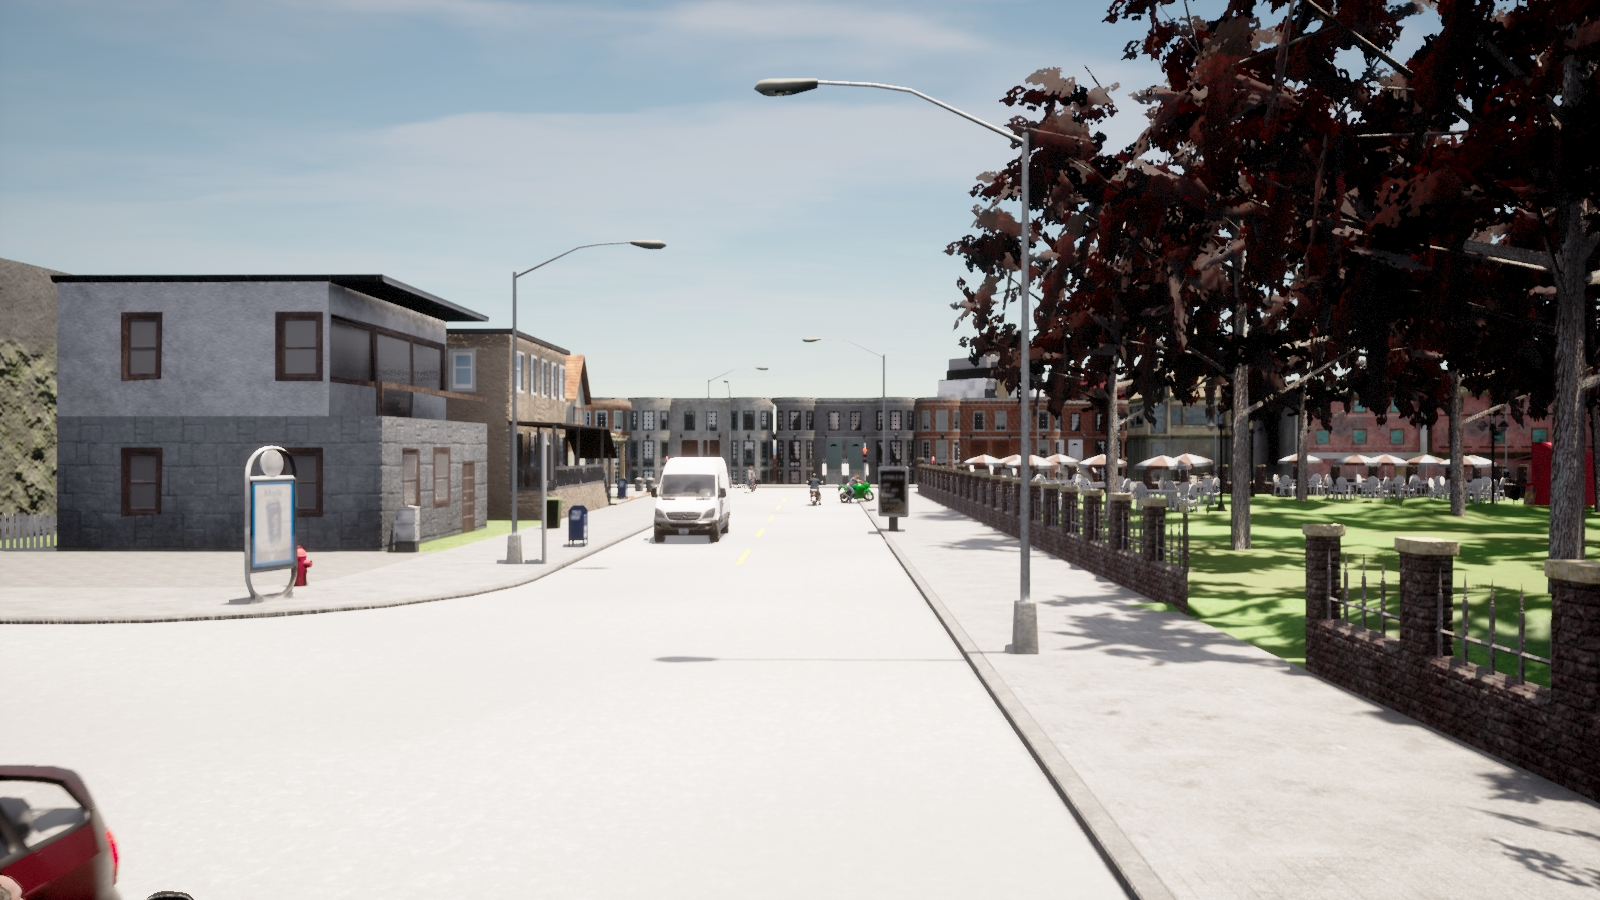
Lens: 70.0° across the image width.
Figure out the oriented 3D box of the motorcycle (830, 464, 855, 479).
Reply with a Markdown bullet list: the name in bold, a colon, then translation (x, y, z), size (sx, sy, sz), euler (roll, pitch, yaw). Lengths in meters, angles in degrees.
- **motorcycle**: translation (3.779, 1.935, 101.151), size (2.033, 1.145, 0.803), euler (-5, -2, 27)

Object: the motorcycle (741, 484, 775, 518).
- **motorcycle**: translation (-1.677, 1.984, 45.065), size (0.867, 1.251, 2.209), euler (0, 0, -15)

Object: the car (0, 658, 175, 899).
- **car**: translation (-4.020, 1.806, 3.814), size (1.789, 1.549, 3.705), euler (0, 0, 1)

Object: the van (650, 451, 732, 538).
- **van**: translation (-3.393, 1.314, 36.728), size (1.988, 2.561, 5.915), euler (0, 0, 1)
